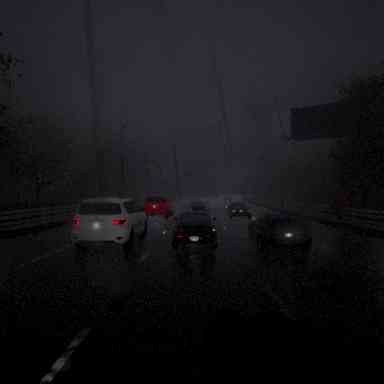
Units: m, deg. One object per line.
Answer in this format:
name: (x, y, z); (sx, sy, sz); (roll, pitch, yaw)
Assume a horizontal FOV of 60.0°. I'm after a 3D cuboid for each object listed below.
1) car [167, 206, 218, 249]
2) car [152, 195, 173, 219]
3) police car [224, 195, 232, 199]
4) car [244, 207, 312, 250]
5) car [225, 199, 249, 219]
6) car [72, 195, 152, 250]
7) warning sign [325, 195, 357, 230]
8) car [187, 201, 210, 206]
car: (0.140, 1.536, 14.449); (1.812, 1.442, 4.674); (0, 0, 1)
car: (-2.933, 1.267, 29.506); (2.150, 2.045, 5.566); (0, 0, 2)
police car: (9.779, 1.529, 89.606); (1.930, 1.638, 5.238); (0, 0, 7)
car: (3.639, 1.576, 14.382); (1.994, 1.385, 4.181); (0, 0, 1)
car: (4.061, 1.573, 29.209); (2.033, 1.411, 5.357); (0, 0, 2)
car: (-3.359, 1.261, 14.545); (2.150, 2.045, 5.566); (0, 0, 1)
warning sign: (8.282, 1.120, 18.503); (1.300, 1.860, 1.060); (0, 0, 1)
car: (0.564, 1.543, 29.343); (1.812, 1.442, 4.674); (0, 0, 2)
